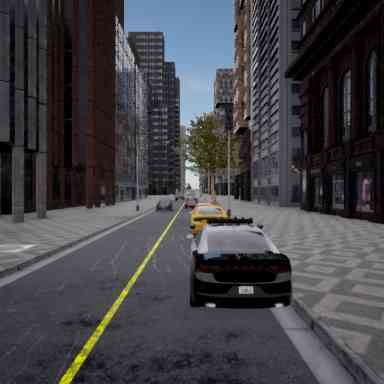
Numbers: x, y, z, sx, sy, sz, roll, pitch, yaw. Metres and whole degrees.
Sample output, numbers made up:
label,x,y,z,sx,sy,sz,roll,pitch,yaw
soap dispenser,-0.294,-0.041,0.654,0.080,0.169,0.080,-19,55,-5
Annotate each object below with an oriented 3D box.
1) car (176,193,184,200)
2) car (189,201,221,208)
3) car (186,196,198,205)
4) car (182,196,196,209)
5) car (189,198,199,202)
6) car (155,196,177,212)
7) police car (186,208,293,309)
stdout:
label,x,y,z,sx,sy,sz,roll,pitch,yaw
car,-3.010,1.214,83.029,2.150,2.045,5.566,0,0,0
car,0.897,1.478,18.005,1.882,1.535,5.008,0,0,0
car,-0.008,1.476,58.558,1.882,1.535,5.008,0,0,0
car,0.013,1.563,45.951,1.994,1.385,4.181,0,0,1
car,0.896,1.455,24.196,1.801,1.575,5.366,0,0,0
car,-3.105,1.504,38.442,1.837,1.490,4.892,0,0,0
police car,0.899,1.425,8.115,1.930,1.638,5.238,0,0,0
